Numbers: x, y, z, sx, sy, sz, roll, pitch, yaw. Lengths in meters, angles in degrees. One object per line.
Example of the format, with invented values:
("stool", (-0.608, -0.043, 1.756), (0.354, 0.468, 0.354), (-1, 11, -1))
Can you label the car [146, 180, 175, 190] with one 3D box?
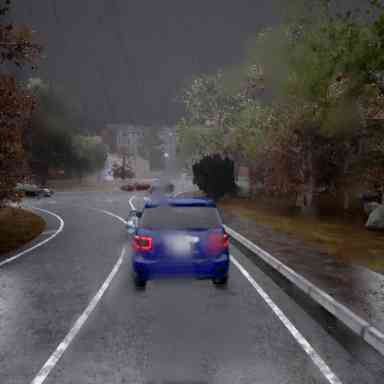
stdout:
("car", (-3.547, -0.709, 41.019), (2.097, 1.767, 4.553), (1, 5, 12))

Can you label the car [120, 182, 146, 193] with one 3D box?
("car", (-7.040, -0.684, 43.725), (1.895, 1.301, 4.718), (4, 6, 42))

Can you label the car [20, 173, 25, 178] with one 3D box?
("car", (-34.450, -2.833, 67.317), (1.994, 1.385, 4.181), (4, 5, 38))

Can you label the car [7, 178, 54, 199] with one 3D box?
("car", (-17.079, -0.231, 35.151), (4.553, 1.767, 2.097), (0, 5, -7))

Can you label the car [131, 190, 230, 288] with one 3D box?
("car", (-0.402, 1.120, 9.236), (2.150, 2.045, 5.566), (0, 1, -5))

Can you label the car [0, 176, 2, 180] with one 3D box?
("car", (-37.201, -3.206, 69.052), (2.097, 1.767, 4.553), (4, 5, 38))
